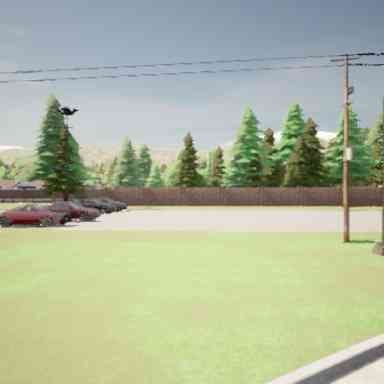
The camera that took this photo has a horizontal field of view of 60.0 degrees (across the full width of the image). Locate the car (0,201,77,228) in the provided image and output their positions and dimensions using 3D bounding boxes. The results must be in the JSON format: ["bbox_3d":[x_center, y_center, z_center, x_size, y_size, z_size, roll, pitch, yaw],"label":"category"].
[{"bbox_3d":[-9.851,1.487,20.998,4.181,1.385,1.994,0,0,4],"label":"car"}]

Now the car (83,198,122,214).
[{"bbox_3d":[-9.569,1.378,31.507,4.892,1.490,1.837,0,0,4],"label":"car"}]

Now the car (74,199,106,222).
[{"bbox_3d":[-9.113,1.431,24.464,4.674,1.442,1.812,0,0,4],"label":"car"}]

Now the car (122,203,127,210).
[{"bbox_3d":[-9.300,1.361,34.996,4.892,1.490,1.837,0,0,4],"label":"car"}]
